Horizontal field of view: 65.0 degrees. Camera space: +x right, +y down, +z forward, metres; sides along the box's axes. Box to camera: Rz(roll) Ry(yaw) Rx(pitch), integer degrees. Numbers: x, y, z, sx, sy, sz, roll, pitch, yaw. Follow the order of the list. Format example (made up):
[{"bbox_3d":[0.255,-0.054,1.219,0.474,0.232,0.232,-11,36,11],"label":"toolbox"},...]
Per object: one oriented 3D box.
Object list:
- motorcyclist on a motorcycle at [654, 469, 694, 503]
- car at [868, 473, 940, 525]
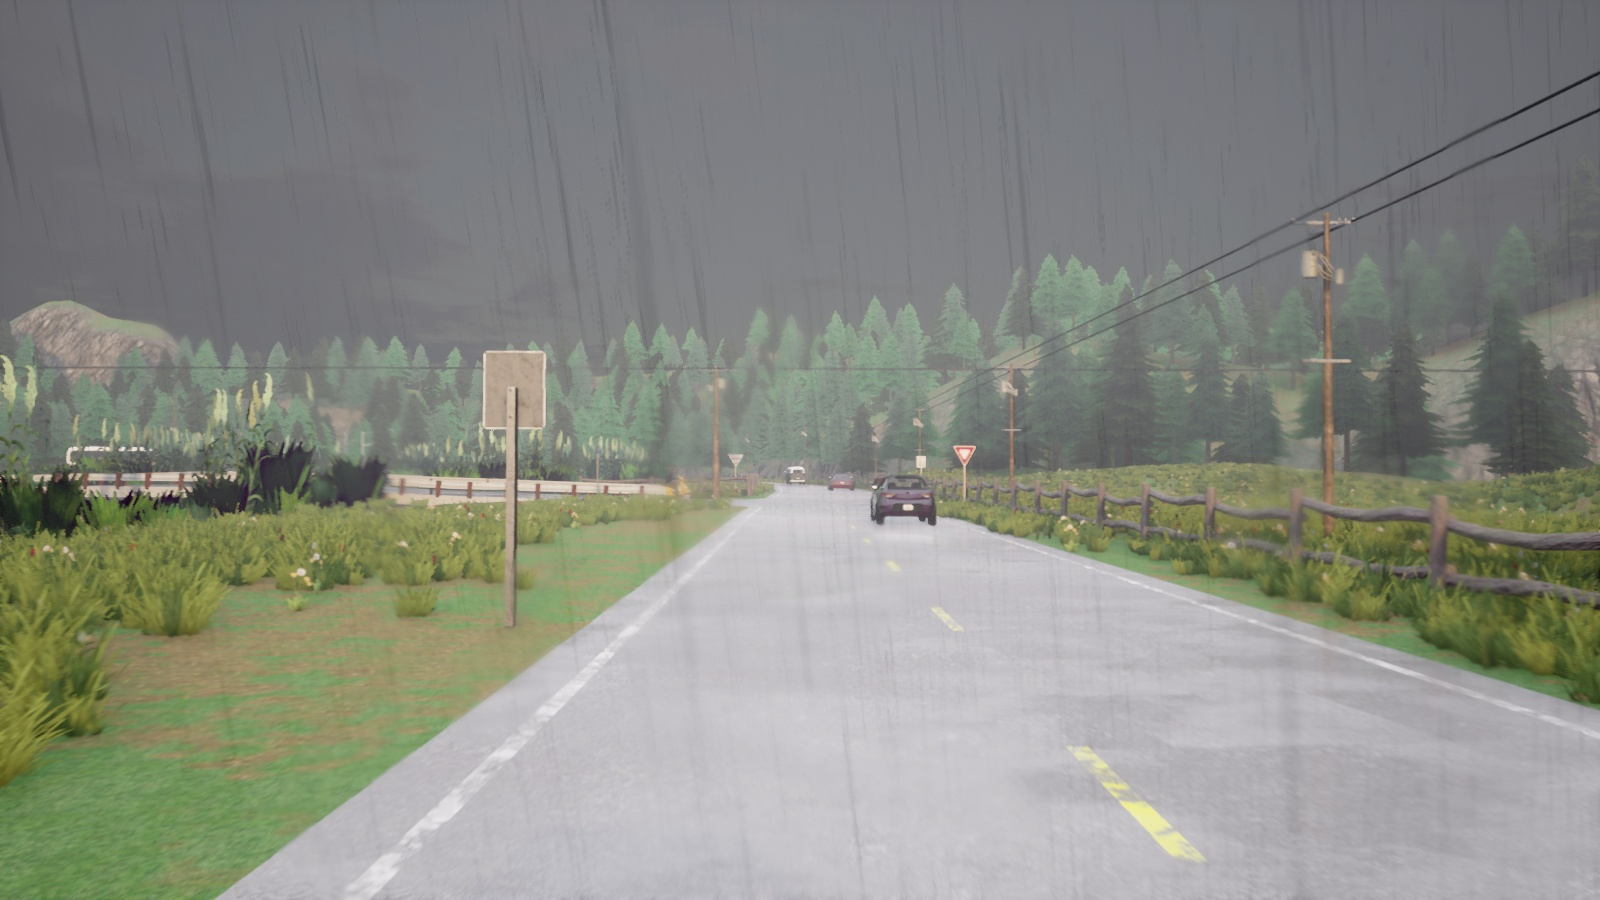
[{"bbox_3d":[-5.998,1.694,59.771,1.817,1.590,0.866,1,-1,0],"label":"motorcyclist on a motorcycle"},{"bbox_3d":[3.106,1.455,38.150,1.816,1.474,4.193,0,-1,0],"label":"car"}]
